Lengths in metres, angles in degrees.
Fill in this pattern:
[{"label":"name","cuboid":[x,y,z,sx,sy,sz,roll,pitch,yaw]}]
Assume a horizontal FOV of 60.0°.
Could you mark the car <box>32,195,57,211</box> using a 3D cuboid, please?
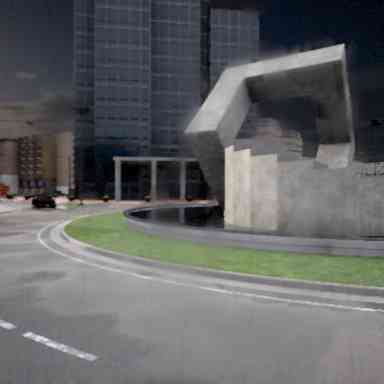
[{"label":"car","cuboid":[-15.556,1.081,34.998,1.882,1.535,5.008,1,0,-32]}]
